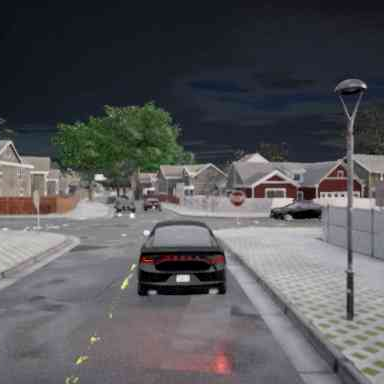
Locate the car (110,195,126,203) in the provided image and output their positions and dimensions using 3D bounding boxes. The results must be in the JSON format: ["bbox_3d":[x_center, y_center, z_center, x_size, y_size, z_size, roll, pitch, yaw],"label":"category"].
[{"bbox_3d":[-9.837,1.469,46.103,2.033,1.411,5.357,0,0,-17],"label":"car"}]

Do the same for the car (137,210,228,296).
[{"bbox_3d":[-0.285,1.457,8.685,1.882,1.535,5.008,0,0,-3],"label":"car"}]

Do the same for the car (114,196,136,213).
[{"bbox_3d":[-7.198,1.502,36.063,1.994,1.385,4.181,0,0,-13],"label":"car"}]

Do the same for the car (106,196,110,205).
[{"bbox_3d":[-13.979,1.449,58.527,2.033,1.411,5.357,-1,0,-20],"label":"car"}]

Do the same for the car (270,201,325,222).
[{"bbox_3d":[8.707,1.516,26.728,5.008,1.535,1.882,1,1,-15],"label":"car"}]

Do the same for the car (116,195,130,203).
[{"bbox_3d":[-13.647,1.347,65.420,1.882,1.535,5.008,-1,1,-20],"label":"car"}]

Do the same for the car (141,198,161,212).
[{"bbox_3d":[-4.736,1.423,38.450,1.837,1.490,4.892,0,0,-14],"label":"car"}]
